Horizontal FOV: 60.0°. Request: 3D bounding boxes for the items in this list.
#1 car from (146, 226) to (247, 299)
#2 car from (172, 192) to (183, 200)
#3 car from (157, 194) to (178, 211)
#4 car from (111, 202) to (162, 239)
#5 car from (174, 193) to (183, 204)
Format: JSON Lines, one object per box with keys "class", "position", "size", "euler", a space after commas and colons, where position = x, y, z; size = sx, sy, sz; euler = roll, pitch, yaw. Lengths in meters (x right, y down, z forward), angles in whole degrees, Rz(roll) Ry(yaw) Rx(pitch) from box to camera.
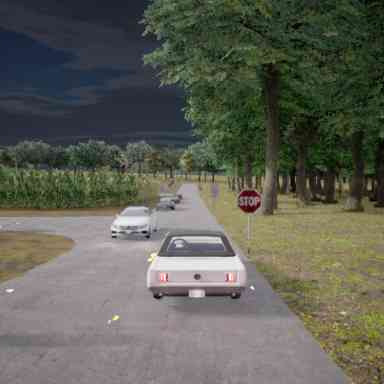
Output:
{"class": "car", "position": [0.098, 1.590, 8.380], "size": [1.895, 1.301, 4.718], "euler": [0, 0, 0]}
{"class": "car", "position": [-2.812, 0.768, 64.641], "size": [1.895, 1.301, 4.718], "euler": [0, 1, 0]}
{"class": "car", "position": [-2.859, 1.299, 37.163], "size": [1.812, 1.442, 4.674], "euler": [0, 1, 0]}
{"class": "car", "position": [-2.851, 1.493, 17.233], "size": [1.812, 1.442, 4.674], "euler": [0, 0, 0]}
{"class": "car", "position": [-2.851, 1.074, 50.544], "size": [1.994, 1.385, 4.181], "euler": [0, 1, 0]}
